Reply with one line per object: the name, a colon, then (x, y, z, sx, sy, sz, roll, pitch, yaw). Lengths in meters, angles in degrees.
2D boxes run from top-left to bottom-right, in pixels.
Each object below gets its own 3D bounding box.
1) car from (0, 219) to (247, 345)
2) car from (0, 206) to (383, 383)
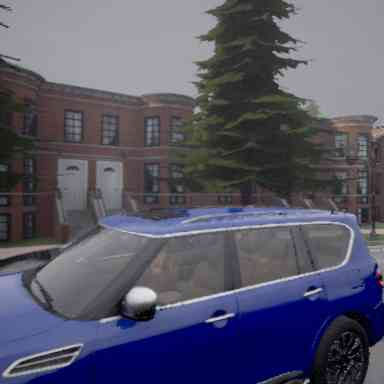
car: (-1.487, 1.464, 6.796, 4.902, 1.511, 2.128, 1, 0, -31)
car: (-0.224, 1.211, 3.604, 5.566, 2.045, 2.150, 1, 0, -31)
